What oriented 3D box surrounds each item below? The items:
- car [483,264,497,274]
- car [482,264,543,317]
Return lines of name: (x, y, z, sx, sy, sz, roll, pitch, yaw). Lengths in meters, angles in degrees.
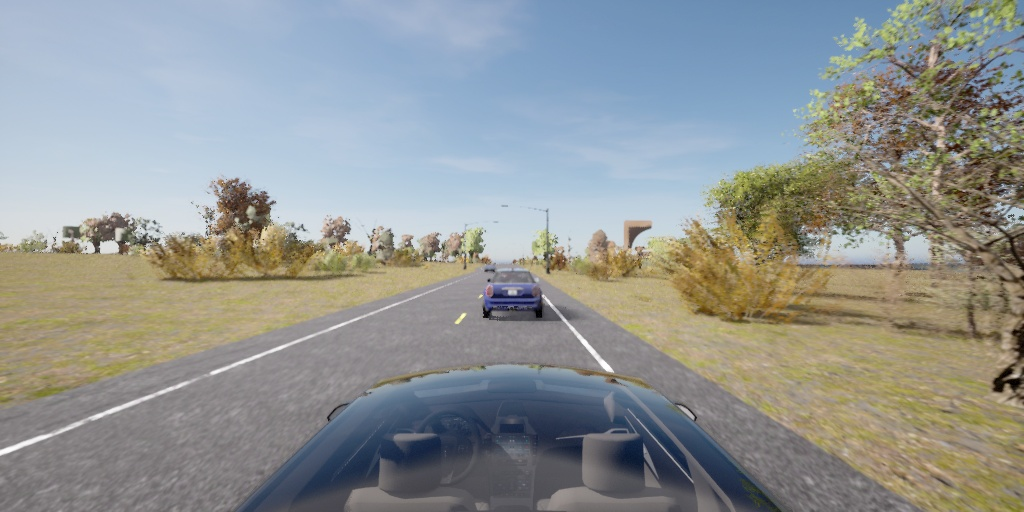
car: (-3.541, 2.066, 58.593, 2.033, 1.411, 5.357, 0, -1, 1)
car: (0.045, 1.264, 14.088, 2.097, 1.767, 4.553, 0, -1, 1)
